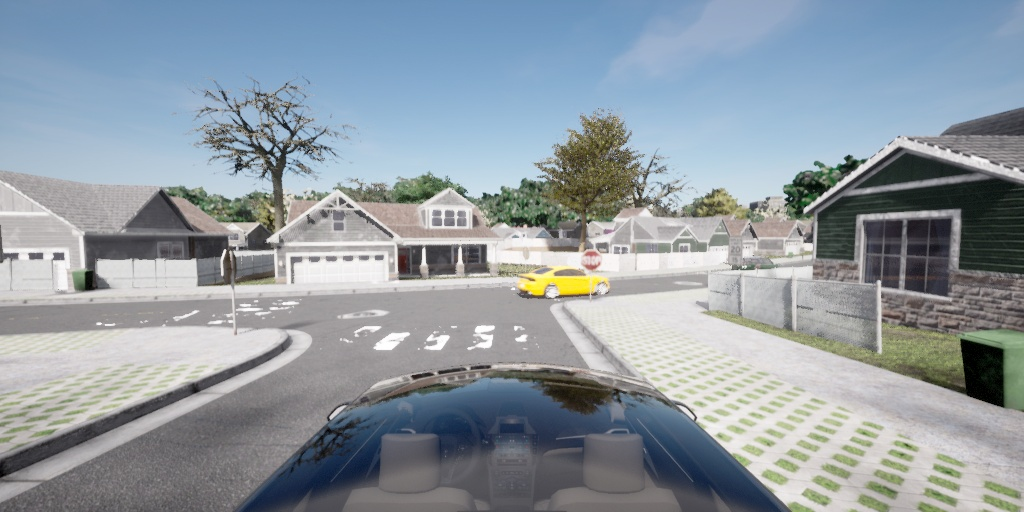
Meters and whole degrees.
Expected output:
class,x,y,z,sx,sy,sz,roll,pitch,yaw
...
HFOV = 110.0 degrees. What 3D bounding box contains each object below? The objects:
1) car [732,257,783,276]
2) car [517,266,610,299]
class,x,y,z,sx,sy,sz,roll,pitch,yaw
car,19.108,0.828,27.845,4.553,1.767,2.097,-1,3,-34
car,2.701,1.239,18.277,5.008,1.535,1.882,0,3,-26
